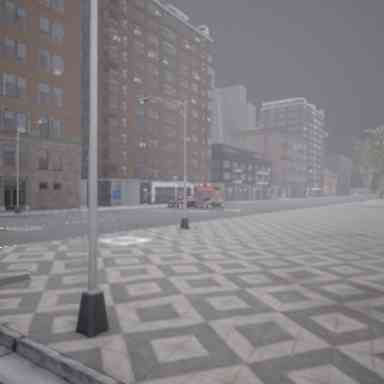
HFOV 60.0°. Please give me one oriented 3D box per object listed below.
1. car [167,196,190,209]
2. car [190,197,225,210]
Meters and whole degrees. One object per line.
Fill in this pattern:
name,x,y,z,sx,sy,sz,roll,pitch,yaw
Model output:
car,-1.078,1.316,41.704,1.882,1.535,5.008,1,0,36
car,2.281,1.367,40.806,1.837,1.490,4.892,1,0,36
